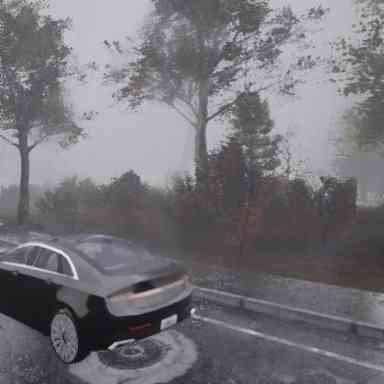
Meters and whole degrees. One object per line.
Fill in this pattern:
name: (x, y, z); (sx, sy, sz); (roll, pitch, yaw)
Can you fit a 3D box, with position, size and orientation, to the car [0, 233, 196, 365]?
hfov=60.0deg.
car: (-2.205, 1.500, 5.898); (4.902, 1.511, 2.128); (0, 0, 38)
